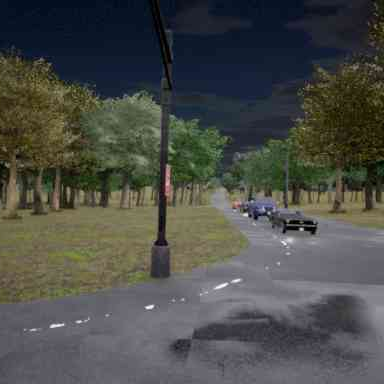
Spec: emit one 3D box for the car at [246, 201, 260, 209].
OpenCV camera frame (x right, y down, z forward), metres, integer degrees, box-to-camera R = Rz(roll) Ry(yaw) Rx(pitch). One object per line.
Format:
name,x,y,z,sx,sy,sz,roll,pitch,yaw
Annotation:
car,11.128,2.356,60.762,1.895,1.301,4.718,2,-1,2

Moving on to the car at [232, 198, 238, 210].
car,7.244,1.766,50.452,2.097,1.767,4.553,2,-1,2

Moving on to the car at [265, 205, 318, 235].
car,5.972,1.708,20.046,1.895,1.301,4.718,2,0,2

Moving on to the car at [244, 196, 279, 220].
car,6.388,1.397,29.903,2.150,2.045,5.566,2,0,2

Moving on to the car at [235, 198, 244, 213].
car,6.844,1.813,40.165,2.033,1.411,5.357,2,-1,2
